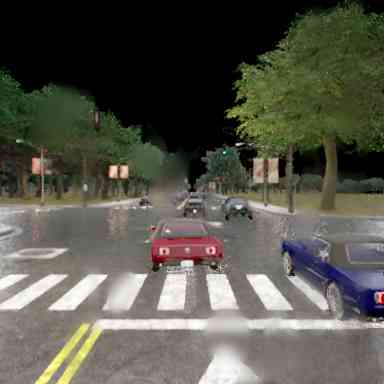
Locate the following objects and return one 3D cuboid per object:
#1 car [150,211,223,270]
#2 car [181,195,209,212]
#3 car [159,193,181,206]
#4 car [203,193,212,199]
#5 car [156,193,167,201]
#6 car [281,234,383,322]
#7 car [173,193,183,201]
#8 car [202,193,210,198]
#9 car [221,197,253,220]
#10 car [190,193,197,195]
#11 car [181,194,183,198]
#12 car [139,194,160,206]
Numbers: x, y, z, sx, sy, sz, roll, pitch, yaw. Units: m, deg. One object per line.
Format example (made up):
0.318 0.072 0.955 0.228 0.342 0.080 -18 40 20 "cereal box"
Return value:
-0.365 1.518 10.702 1.895 1.301 4.718 0 0 -6 "car"
0.252 1.275 29.425 1.837 1.490 4.892 0 1 0 "car"
-3.030 1.189 47.642 2.033 1.411 5.357 0 0 1 "car"
3.681 0.922 78.153 1.837 1.490 4.892 0 0 0 "car"
-6.125 1.016 67.907 1.812 1.442 4.674 0 0 0 "car"
3.349 1.546 7.074 1.895 1.301 4.718 0 0 0 "car"
-2.874 0.966 68.284 1.882 1.535 5.008 0 0 0 "car"
3.739 0.919 88.240 1.994 1.385 4.181 0 0 0 "car"
3.476 1.163 26.590 2.097 1.767 4.553 0 1 1 "car"
0.488 0.962 88.205 1.895 1.301 4.718 0 0 0 "car"
-2.931 1.166 57.914 1.895 1.301 4.718 0 0 0 "car"
-6.275 1.188 47.751 2.033 1.411 5.357 0 0 1 "car"
